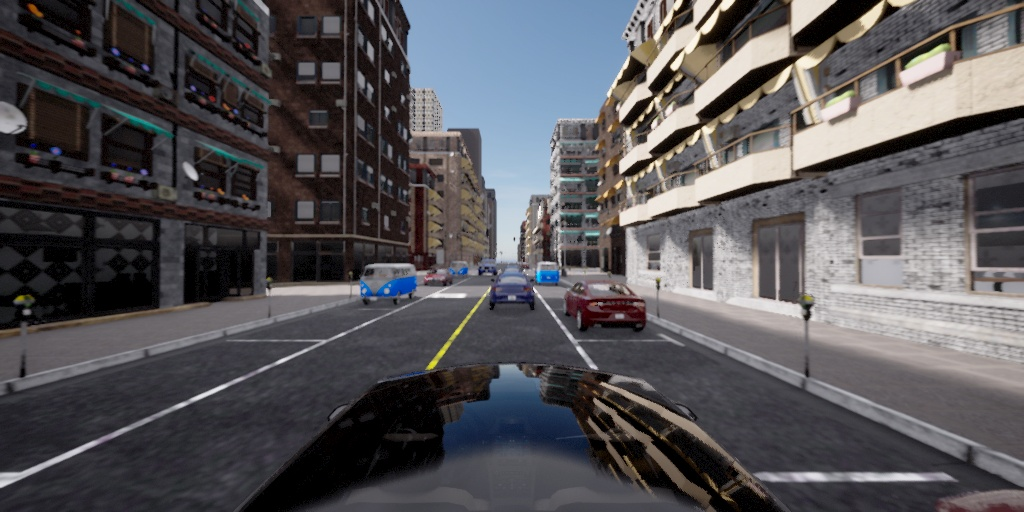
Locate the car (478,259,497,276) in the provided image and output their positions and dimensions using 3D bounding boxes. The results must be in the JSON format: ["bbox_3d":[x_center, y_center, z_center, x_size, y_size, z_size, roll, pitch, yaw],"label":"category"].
[{"bbox_3d":[-3.018,1.439,45.338,2.150,2.045,5.566,0,-1,0],"label":"car"}]

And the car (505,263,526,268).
[{"bbox_3d":[0.014,1.582,30.740,1.812,1.442,4.674,0,0,0],"label":"car"}]

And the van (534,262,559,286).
[{"bbox_3d":[2.685,1.370,28.095,1.690,1.789,3.998,0,0,0],"label":"van"}]

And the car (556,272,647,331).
[{"bbox_3d":[2.687,1.395,11.187,1.888,1.381,4.507,0,0,0],"label":"car"}]

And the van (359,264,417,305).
[{"bbox_3d":[-5.694,1.251,16.825,1.690,1.789,3.998,0,0,0],"label":"van"}]

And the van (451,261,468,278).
[{"bbox_3d":[-5.811,1.490,39.365,1.690,1.789,3.998,0,0,0],"label":"van"}]

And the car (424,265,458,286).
[{"bbox_3d":[-5.696,1.611,28.097,1.802,1.307,4.207,0,0,0],"label":"car"}]

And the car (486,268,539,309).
[{"bbox_3d":[0.017,1.424,15.745,1.812,1.442,4.674,0,0,0],"label":"car"}]
